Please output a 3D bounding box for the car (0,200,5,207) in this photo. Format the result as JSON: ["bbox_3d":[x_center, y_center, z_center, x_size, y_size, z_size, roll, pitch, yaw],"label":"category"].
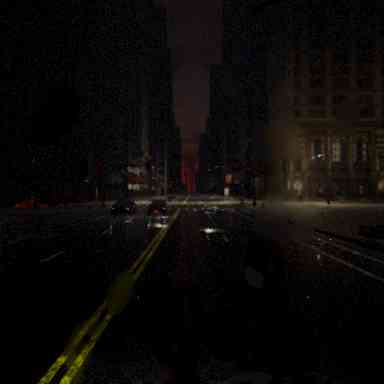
[{"bbox_3d":[-34.171,2.034,58.213,4.206,1.307,1.802,-1,1,0],"label":"car"}]

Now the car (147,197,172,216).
[{"bbox_3d":[-3.325,1.545,33.283,1.812,1.442,4.674,0,0,0],"label":"car"}]

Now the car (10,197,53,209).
[{"bbox_3d":[-23.855,1.869,49.652,4.829,1.417,1.752,-1,1,0],"label":"car"}]

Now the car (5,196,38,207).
[{"bbox_3d":[-29.087,1.698,58.192,5.009,1.841,2.192,-1,1,0],"label":"car"}]

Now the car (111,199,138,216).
[{"bbox_3d":[-6.584,1.497,32.647,1.882,1.535,5.008,0,0,0],"label":"car"}]

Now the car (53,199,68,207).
[{"bbox_3d":[-23.997,1.859,58.180,4.507,1.381,1.887,-1,1,0],"label":"car"}]
